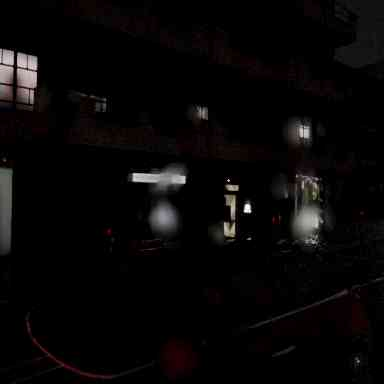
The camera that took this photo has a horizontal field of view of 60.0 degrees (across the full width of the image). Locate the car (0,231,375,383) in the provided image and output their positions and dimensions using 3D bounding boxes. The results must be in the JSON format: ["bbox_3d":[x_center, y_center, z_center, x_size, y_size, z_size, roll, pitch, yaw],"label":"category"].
[{"bbox_3d":[-0.268,1.352,3.190,4.553,1.767,2.097,0,0,-36],"label":"car"}]

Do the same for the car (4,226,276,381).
[{"bbox_3d":[-0.725,1.546,6.030,4.507,1.381,1.887,0,1,-36],"label":"car"}]
